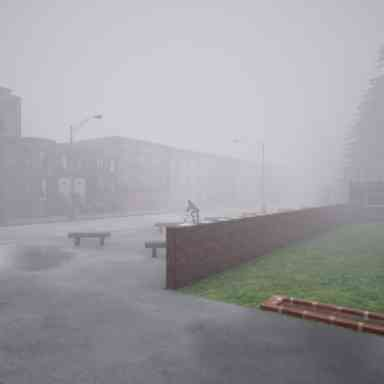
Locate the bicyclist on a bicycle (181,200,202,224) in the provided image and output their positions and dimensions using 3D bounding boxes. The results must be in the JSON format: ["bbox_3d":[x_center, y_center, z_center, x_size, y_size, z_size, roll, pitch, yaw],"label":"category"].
[{"bbox_3d":[-0.031,1.340,20.852,1.656,1.620,0.582,0,0,35],"label":"bicyclist on a bicycle"}]
